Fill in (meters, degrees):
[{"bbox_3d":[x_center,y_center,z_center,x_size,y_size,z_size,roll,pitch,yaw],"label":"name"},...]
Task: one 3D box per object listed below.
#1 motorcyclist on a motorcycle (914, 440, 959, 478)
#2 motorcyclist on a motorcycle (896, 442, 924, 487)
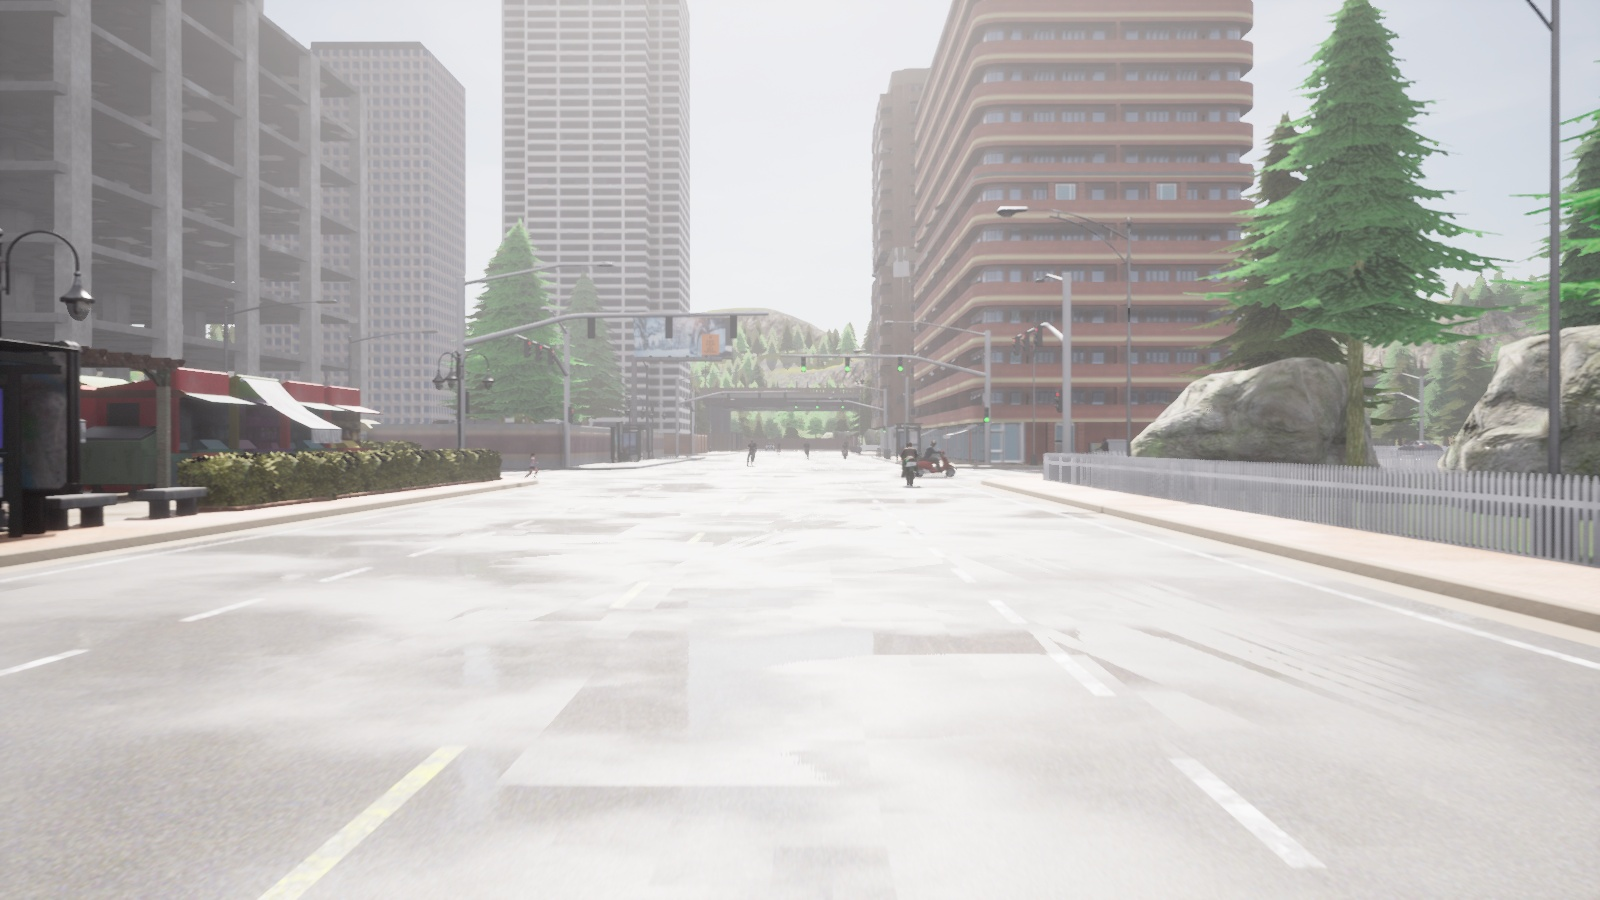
[{"bbox_3d":[5.772,0.385,53.237,1.817,1.590,0.866,0,0,0],"label":"motorcyclist on a motorcycle"},{"bbox_3d":[3.747,0.489,42.863,0.797,1.523,2.044,0,0,0],"label":"motorcyclist on a motorcycle"}]
